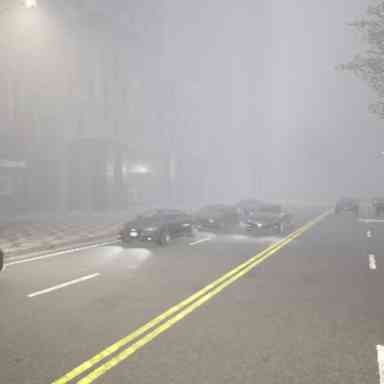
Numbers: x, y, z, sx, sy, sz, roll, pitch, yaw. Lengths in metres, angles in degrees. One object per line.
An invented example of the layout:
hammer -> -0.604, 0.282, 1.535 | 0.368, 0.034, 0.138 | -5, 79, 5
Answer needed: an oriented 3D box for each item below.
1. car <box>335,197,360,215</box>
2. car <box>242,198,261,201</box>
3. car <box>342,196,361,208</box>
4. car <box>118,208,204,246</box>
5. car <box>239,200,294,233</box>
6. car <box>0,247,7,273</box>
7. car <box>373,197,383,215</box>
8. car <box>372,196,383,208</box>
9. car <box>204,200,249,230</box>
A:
car -> 14.305, 1.216, 30.599 | 2.128, 1.511, 4.902 | 0, 0, 28
car -> 4.610, 1.256, 26.292 | 1.882, 1.535, 5.008 | 0, 1, 27
car -> 20.074, 1.229, 41.804 | 1.895, 1.301, 4.718 | 0, 1, 28
car -> -1.371, 1.447, 14.754 | 1.994, 1.385, 4.181 | 0, 0, 27
car -> 4.496, 1.400, 18.811 | 1.837, 1.490, 4.892 | 0, 1, 27
car -> -5.947, 1.455, 5.922 | 2.128, 1.511, 4.902 | 0, 0, 26
car -> 17.188, 1.210, 29.139 | 1.882, 1.535, 5.008 | 0, 1, 28
car -> 23.144, 1.232, 40.661 | 1.895, 1.301, 4.718 | 0, 0, 28
car -> 1.609, 1.435, 20.303 | 2.033, 1.411, 5.357 | 0, 1, 27
